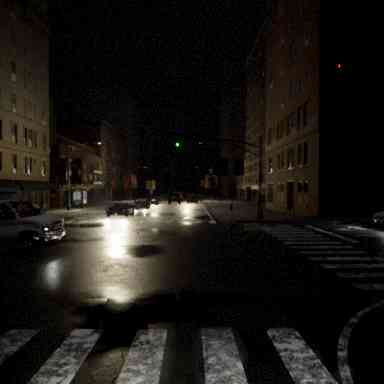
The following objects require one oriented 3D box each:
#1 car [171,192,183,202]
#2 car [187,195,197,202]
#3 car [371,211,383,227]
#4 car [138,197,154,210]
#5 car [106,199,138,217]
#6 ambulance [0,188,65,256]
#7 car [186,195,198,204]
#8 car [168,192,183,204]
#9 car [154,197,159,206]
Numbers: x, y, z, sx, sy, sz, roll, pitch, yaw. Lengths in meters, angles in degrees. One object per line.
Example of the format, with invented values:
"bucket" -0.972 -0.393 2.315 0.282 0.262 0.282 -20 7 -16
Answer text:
"car" -3.175 1.078 71.613 2.150 2.045 5.566 0 0 0
"car" 0.075 1.393 71.579 2.033 1.411 5.357 0 0 0
"car" 12.992 1.382 19.333 4.674 1.442 1.812 0 1 0
"car" -6.540 1.536 43.191 1.994 1.385 4.181 0 0 0
"car" -6.563 1.581 30.892 1.895 1.301 4.718 0 0 0
"ambulance" -8.251 1.051 12.682 6.366 2.431 2.351 0 1 0
"car" 0.064 1.469 61.159 1.837 1.490 4.892 0 0 0
"car" -3.186 1.186 61.192 2.150 2.045 5.566 0 0 0
"car" -6.515 1.513 55.049 2.033 1.411 5.357 0 0 1
